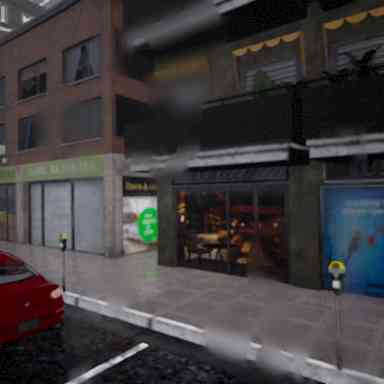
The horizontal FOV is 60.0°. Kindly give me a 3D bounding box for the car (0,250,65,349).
[{"bbox_3d":[-3.854,1.642,5.631,4.206,1.307,1.802,-1,-1,35],"label":"car"}]
